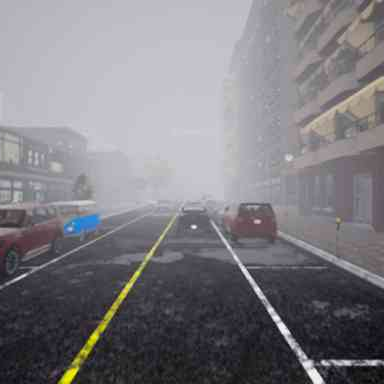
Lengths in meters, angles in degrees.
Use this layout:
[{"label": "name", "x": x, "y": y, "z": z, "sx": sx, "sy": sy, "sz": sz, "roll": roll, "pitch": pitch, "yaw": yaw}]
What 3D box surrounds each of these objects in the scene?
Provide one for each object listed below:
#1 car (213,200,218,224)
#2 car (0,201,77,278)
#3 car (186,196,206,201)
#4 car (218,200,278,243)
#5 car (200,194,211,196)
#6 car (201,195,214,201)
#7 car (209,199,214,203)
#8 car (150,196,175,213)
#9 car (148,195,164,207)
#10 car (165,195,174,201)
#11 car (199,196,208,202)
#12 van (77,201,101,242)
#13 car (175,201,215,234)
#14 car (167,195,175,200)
[{"label": "car", "x": 2.701, "y": 1.431, "z": 21.799, "sx": 1.967, "sy": 1.590, "sz": 4.097, "roll": 1, "pitch": 0, "yaw": 0}, {"label": "car", "x": -5.661, "y": 1.310, "z": 10.364, "sx": 2.192, "sy": 1.841, "sz": 5.009, "roll": 1, "pitch": 0, "yaw": 0}, {"label": "car", "x": 0.093, "y": 1.478, "z": 36.912, "sx": 2.128, "sy": 1.511, "sz": 4.902, "roll": 0, "pitch": 0, "yaw": 0}, {"label": "car", "x": 2.705, "y": 1.308, "z": 16.112, "sx": 2.192, "sy": 1.841, "sz": 5.009, "roll": 1, "pitch": 0, "yaw": 0}, {"label": "car", "x": 2.694, "y": 1.509, "z": 56.088, "sx": 1.752, "sy": 1.417, "sz": 4.829, "roll": 1, "pitch": 0, "yaw": 0}, {"label": "car", "x": 2.694, "y": 1.535, "z": 50.232, "sx": 2.008, "sy": 1.369, "sz": 4.403, "roll": 1, "pitch": 0, "yaw": 0}, {"label": "car", "x": 2.698, "y": 1.555, "z": 27.486, "sx": 1.947, "sy": 1.339, "sz": 4.313, "roll": 1, "pitch": 0, "yaw": 0}, {"label": "car", "x": -3.103, "y": 1.534, "z": 37.264, "sx": 2.033, "sy": 1.411, "sz": 5.357, "roll": 0, "pitch": 0, "yaw": 0}, {"label": "car", "x": -5.652, "y": 1.509, "z": 50.002, "sx": 1.752, "sy": 1.417, "sz": 4.829, "roll": 1, "pitch": 0, "yaw": 0}, {"label": "car", "x": -5.658, "y": 1.552, "z": 84.292, "sx": 1.947, "sy": 1.339, "sz": 4.313, "roll": 1, "pitch": 0, "yaw": 0}, {"label": "car", "x": 2.689, "y": 1.551, "z": 78.665, "sx": 1.947, "sy": 1.339, "sz": 4.313, "roll": 1, "pitch": 0, "yaw": 0}, {"label": "van", "x": -5.646, "y": 1.334, "z": 16.051, "sx": 1.690, "sy": 1.788, "sz": 3.998, "roll": 1, "pitch": 0, "yaw": 0}, {"label": "car", "x": 0.096, "y": 1.496, "z": 19.200, "sx": 1.837, "sy": 1.490, "sz": 4.892, "roll": 0, "pitch": 0, "yaw": 0}, {"label": "car", "x": -5.659, "y": 1.539, "z": 89.980, "sx": 2.008, "sy": 1.369, "sz": 4.403, "roll": 1, "pitch": 0, "yaw": 0}]
